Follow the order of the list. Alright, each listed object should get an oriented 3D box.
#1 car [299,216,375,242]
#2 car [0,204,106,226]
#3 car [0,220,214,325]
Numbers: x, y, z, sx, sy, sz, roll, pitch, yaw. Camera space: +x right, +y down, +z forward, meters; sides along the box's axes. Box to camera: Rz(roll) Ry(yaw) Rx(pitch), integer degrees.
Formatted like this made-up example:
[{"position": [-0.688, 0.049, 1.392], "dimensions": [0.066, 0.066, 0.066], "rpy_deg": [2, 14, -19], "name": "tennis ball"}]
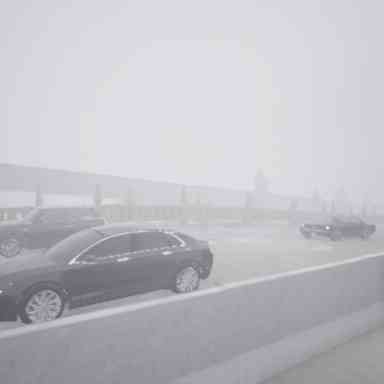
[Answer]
[{"position": [8.038, 1.962, 18.322], "dimensions": [4.718, 1.301, 1.895], "rpy_deg": [4, -2, -35], "name": "car"}, {"position": [-5.589, 1.338, 12.903], "dimensions": [4.553, 1.767, 2.097], "rpy_deg": [0, 0, -35], "name": "car"}, {"position": [-1.755, 1.485, 7.039], "dimensions": [4.892, 1.490, 1.837], "rpy_deg": [0, 0, -35], "name": "car"}]
